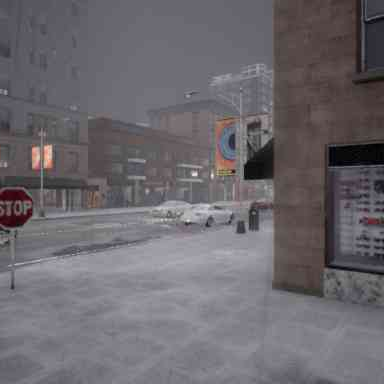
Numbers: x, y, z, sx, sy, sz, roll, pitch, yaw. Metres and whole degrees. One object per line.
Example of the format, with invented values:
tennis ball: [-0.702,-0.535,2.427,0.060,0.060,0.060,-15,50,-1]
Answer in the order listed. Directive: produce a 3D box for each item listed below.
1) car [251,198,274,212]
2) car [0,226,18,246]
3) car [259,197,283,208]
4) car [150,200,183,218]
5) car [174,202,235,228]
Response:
car: [8.437,1.427,38.025,1.882,1.535,5.008,0,0,35]
car: [-9.445,1.471,12.884,1.882,1.535,5.008,0,0,35]
car: [11.468,1.496,48.081,1.994,1.385,4.181,0,0,35]
car: [-1.740,1.491,29.669,1.812,1.442,4.674,0,0,35]
car: [1.132,1.504,22.146,1.812,1.442,4.674,0,0,35]
